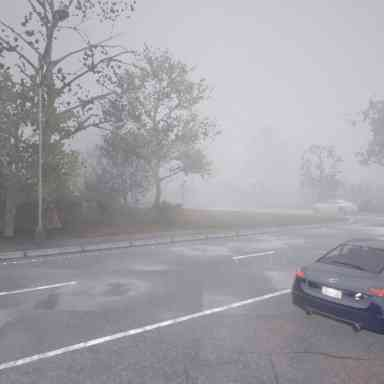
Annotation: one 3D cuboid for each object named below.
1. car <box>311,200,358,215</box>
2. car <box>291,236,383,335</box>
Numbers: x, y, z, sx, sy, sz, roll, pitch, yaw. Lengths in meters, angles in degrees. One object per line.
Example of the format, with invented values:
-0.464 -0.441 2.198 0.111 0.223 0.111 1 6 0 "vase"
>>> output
14.610 1.526 34.287 1.812 1.442 4.674 0 0 -40 "car"
3.857 1.564 6.445 4.181 1.385 1.994 0 0 -35 "car"
